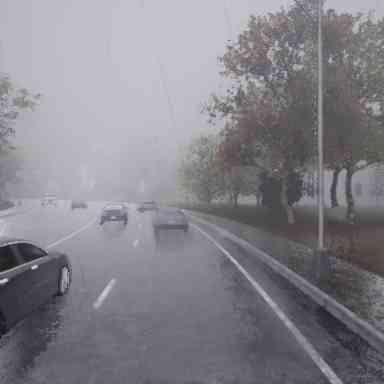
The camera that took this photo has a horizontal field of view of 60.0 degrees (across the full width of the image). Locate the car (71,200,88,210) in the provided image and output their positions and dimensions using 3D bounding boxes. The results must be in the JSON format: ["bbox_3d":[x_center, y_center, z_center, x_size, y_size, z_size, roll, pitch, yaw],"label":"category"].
[{"bbox_3d":[-14.391,1.617,42.458,1.895,1.301,4.718,0,0,-20],"label":"car"}]

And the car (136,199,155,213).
[{"bbox_3d":[-5.108,1.507,37.140,2.128,1.511,4.902,0,0,-16],"label":"car"}]

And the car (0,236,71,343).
[{"bbox_3d":[-3.604,1.512,5.694,1.837,1.490,4.892,0,0,-2],"label":"car"}]

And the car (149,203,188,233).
[{"bbox_3d":[-1.369,1.571,19.909,1.994,1.385,4.181,0,0,-7],"label":"car"}]

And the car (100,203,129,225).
[{"bbox_3d":[-5.641,1.537,24.458,1.812,1.442,4.674,0,0,-10],"label":"car"}]

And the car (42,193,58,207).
[{"bbox_3d":[-22.841,1.232,53.367,2.150,2.045,5.566,0,0,-26],"label":"car"}]
